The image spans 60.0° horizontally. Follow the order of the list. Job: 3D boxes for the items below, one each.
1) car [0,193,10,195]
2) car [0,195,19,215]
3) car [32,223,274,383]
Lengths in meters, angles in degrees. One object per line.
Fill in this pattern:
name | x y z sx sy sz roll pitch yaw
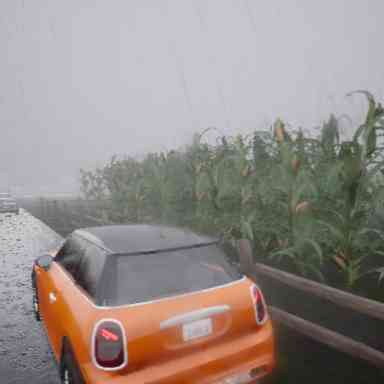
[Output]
car | -21.461 0.940 37.847 2.097 1.767 4.553 -3 2 -30
car | -15.696 1.232 28.070 2.033 1.411 5.357 -3 2 -30
car | -1.027 1.237 4.829 2.097 1.767 4.553 -3 2 -30
